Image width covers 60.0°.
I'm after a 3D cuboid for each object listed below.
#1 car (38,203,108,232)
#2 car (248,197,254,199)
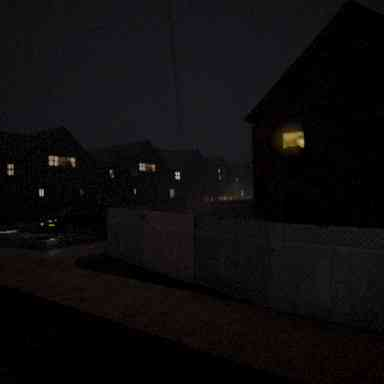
[{"bbox_3d":[-6.732,1.470,20.024,1.837,1.490,4.892,-2,-1,36],"label":"car"},{"bbox_3d":[7.538,1.294,39.537,1.837,1.490,4.892,-2,-1,36],"label":"car"}]
